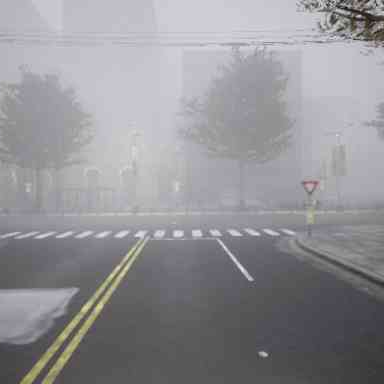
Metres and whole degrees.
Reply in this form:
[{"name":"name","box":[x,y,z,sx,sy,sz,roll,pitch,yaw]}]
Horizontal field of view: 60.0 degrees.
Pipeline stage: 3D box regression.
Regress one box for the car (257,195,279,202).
[{"name":"car","box":[14.895,1.129,63.688,4.674,1.452,2.002,-1,0,-1]}]

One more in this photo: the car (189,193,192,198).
[{"name":"car","box":[1.702,0.934,89.381,5.566,2.045,2.435,-1,0,-1]}]

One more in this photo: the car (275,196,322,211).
[{"name":"car","box":[11.659,1.463,36.762,4.718,1.301,1.895,-1,0,-1]}]

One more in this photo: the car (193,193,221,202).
[{"name":"car","box":[2.794,1.335,59.298,4.786,1.482,2.161,-1,0,-1]}]

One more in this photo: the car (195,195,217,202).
[{"name":"car","box":[2.951,1.373,70.905,4.718,1.301,1.895,-1,0,-1]}]
